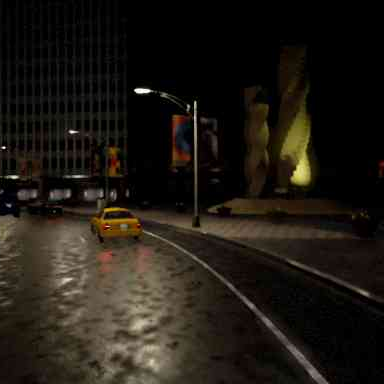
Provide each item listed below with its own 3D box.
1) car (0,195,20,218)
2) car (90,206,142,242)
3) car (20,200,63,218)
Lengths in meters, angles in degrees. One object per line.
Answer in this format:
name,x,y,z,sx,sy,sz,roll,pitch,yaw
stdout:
car,-17.055,1.256,29.290,5.566,2.045,2.150,0,0,43
car,-3.891,1.451,16.470,1.801,1.575,5.366,0,0,-23
car,-13.735,1.510,30.794,4.902,1.511,2.128,0,0,45
